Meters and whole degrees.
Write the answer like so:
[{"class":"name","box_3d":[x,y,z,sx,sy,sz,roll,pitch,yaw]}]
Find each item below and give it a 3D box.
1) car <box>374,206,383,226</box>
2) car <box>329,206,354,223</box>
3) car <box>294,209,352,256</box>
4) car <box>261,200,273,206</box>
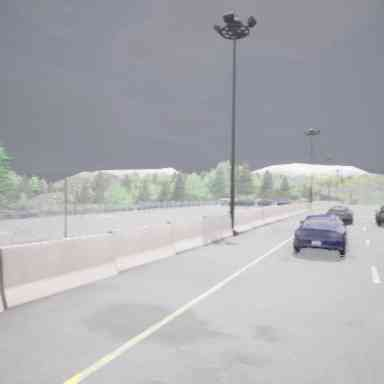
[{"class":"car","box_3d":[15.069,1.777,25.284,2.128,1.511,4.902,0,0,27]},{"class":"car","box_3d":[11.968,1.829,26.900,1.994,1.385,4.181,0,0,27]},{"class":"car","box_3d":[5.433,1.654,13.779,1.812,1.442,4.674,0,0,27]},{"class":"car","box_3d":[13.693,2.020,61.876,1.837,1.490,4.892,0,-1,27]}]
